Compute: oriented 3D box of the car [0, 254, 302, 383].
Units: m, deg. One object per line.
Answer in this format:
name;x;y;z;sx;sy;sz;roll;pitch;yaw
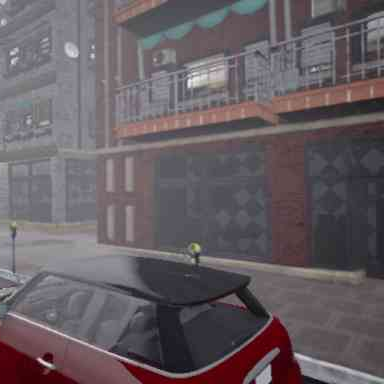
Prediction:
car;-1.042;1.422;3.635;4.097;1.590;1.967;0;-1;35
